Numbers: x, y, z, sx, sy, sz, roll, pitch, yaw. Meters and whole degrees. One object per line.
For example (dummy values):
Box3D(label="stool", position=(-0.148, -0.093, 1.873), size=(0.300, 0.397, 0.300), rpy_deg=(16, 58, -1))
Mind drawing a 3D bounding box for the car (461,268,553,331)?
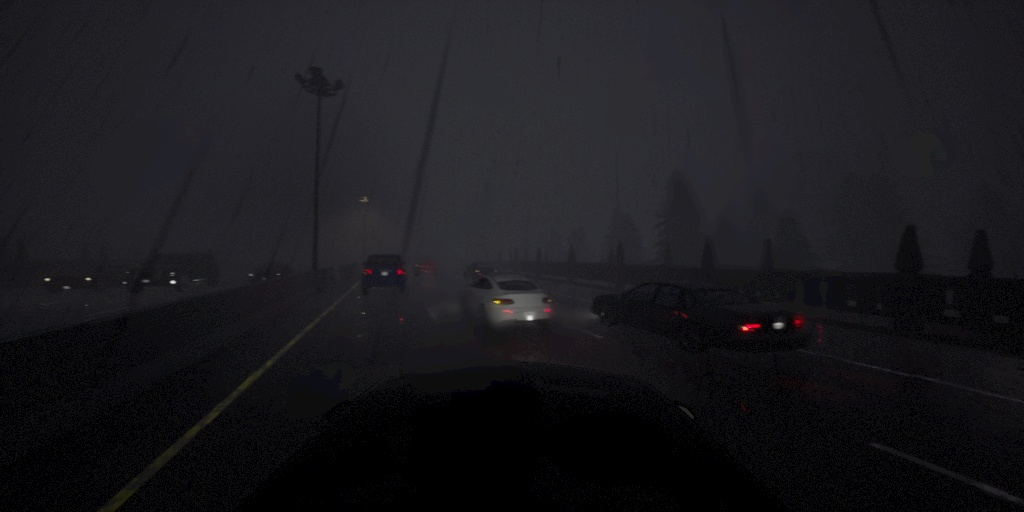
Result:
Box3D(label="car", position=(-0.308, 1.265, 11.046), size=(1.812, 1.442, 4.674), rpy_deg=(0, 0, -19))

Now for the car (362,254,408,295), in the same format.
Box3D(label="car", position=(-6.948, 0.905, 19.665), size=(2.150, 2.045, 5.566), rpy_deg=(0, 0, -19))

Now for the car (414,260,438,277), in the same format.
Box3D(label="car", position=(-8.168, 1.162, 34.058), size=(1.837, 1.490, 4.892), rpy_deg=(0, 0, -19))

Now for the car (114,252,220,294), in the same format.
Box3D(label="car", position=(-18.240, 0.818, 19.620), size=(2.150, 2.045, 5.566), rpy_deg=(0, 0, -19))

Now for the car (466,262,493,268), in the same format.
Box3D(label="car", position=(-2.563, 1.230, 28.467), size=(1.812, 1.442, 4.674), rpy_deg=(0, 0, -19))

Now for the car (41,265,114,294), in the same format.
Box3D(label="car", position=(-21.738, 1.173, 19.028), size=(1.895, 1.301, 4.718), rpy_deg=(0, 0, -19))

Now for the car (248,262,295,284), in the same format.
Box3D(label="car", position=(-16.216, 1.133, 24.523), size=(1.812, 1.442, 4.674), rpy_deg=(0, 0, -19))

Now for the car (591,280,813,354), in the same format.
Box3D(label="car", position=(4.096, 1.321, 8.980), size=(2.033, 1.411, 5.357), rpy_deg=(0, 0, -19))
